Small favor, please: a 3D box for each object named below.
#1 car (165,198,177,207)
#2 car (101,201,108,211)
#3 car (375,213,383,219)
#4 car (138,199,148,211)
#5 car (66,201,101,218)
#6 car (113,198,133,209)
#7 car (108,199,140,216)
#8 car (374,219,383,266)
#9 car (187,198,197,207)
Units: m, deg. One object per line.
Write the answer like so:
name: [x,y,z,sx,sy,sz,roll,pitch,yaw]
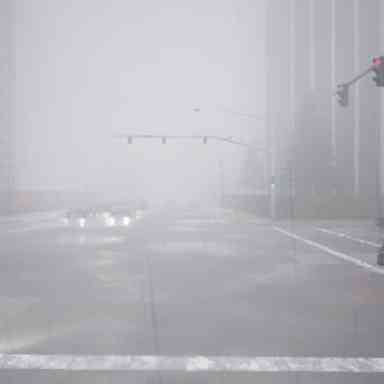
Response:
car: [-3.502,1.761,56.438,2.033,1.411,5.357,0,0,0]
car: [-10.593,1.757,41.316,1.895,1.301,4.718,0,0,0]
car: [13.266,1.495,19.270,5.008,1.535,1.882,0,0,0]
car: [-7.087,1.659,44.353,2.128,1.511,4.902,0,0,0]
car: [-10.600,1.648,32.214,1.812,1.442,4.674,0,0,0]
car: [-10.551,1.741,51.228,2.033,1.411,5.357,0,0,1]
car: [-7.100,1.733,35.023,1.895,1.301,4.718,0,0,0]
car: [7.187,1.505,8.640,4.674,1.442,1.812,0,-2,-11]
car: [-0.002,1.761,56.438,2.033,1.411,5.357,0,0,0]
